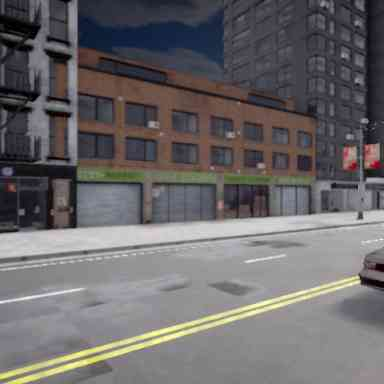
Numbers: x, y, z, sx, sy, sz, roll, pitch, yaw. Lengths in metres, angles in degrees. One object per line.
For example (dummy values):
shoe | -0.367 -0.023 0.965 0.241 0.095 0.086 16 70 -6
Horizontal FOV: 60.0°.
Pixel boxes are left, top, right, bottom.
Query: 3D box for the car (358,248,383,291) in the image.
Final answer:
car | 6.077 1.575 7.843 5.357 1.411 2.033 0 0 -35
